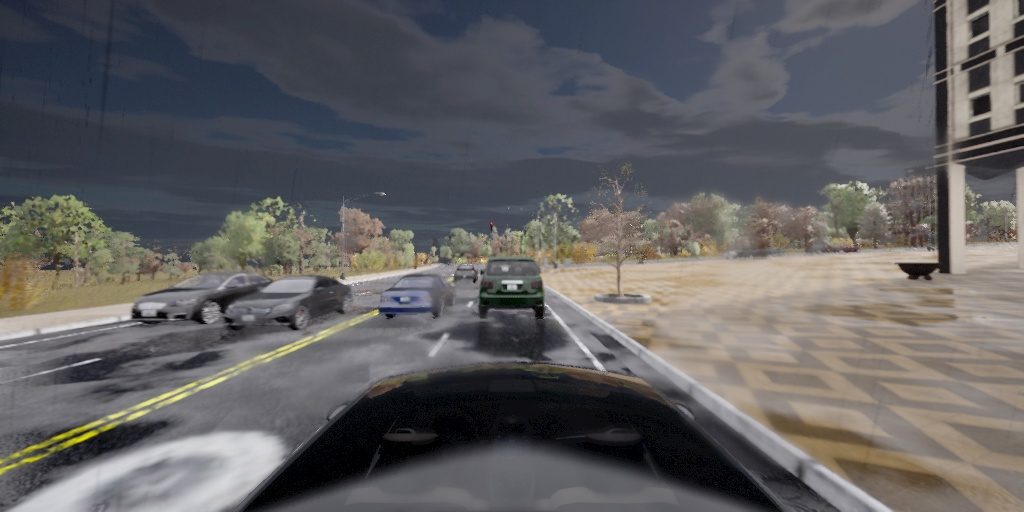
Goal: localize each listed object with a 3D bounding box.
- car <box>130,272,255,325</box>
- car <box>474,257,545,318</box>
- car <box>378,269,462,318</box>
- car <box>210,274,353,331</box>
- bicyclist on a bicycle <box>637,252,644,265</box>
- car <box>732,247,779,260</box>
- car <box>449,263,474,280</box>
[{"bbox_3d":[-9.970,1.317,12.255,2.128,1.511,4.902,0,0,-1],"label":"car"},{"bbox_3d":[-0.043,1.052,13.540,2.150,2.045,5.566,0,0,-1],"label":"car"},{"bbox_3d":[-3.277,1.376,13.310,2.033,1.411,5.357,0,-1,-1],"label":"car"},{"bbox_3d":[-6.705,1.343,11.416,1.812,1.442,4.674,0,0,-1],"label":"car"},{"bbox_3d":[16.648,0.326,46.604,0.582,1.620,1.656,-2,-1,-4],"label":"bicyclist on a bicycle"},{"bbox_3d":[35.646,-0.311,52.629,5.008,1.535,1.882,-3,0,-6],"label":"car"},{"bbox_3d":[-3.887,1.464,31.024,2.128,1.511,4.902,0,-1,-3],"label":"car"}]
